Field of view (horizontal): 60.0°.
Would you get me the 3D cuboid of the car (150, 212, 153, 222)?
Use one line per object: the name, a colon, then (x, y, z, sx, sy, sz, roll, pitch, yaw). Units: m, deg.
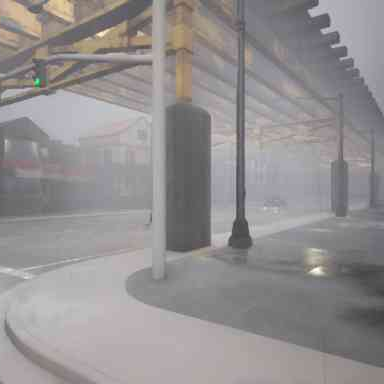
car: (-1.059, 1.536, 24.029, 1.994, 1.385, 4.181, 0, 0, 35)

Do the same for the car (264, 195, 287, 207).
car: (12.299, 1.251, 49.009, 2.097, 1.767, 4.553, 0, 1, 35)

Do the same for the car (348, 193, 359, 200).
car: (36.995, 1.011, 77.904, 2.033, 1.411, 5.357, 0, 1, 35)
